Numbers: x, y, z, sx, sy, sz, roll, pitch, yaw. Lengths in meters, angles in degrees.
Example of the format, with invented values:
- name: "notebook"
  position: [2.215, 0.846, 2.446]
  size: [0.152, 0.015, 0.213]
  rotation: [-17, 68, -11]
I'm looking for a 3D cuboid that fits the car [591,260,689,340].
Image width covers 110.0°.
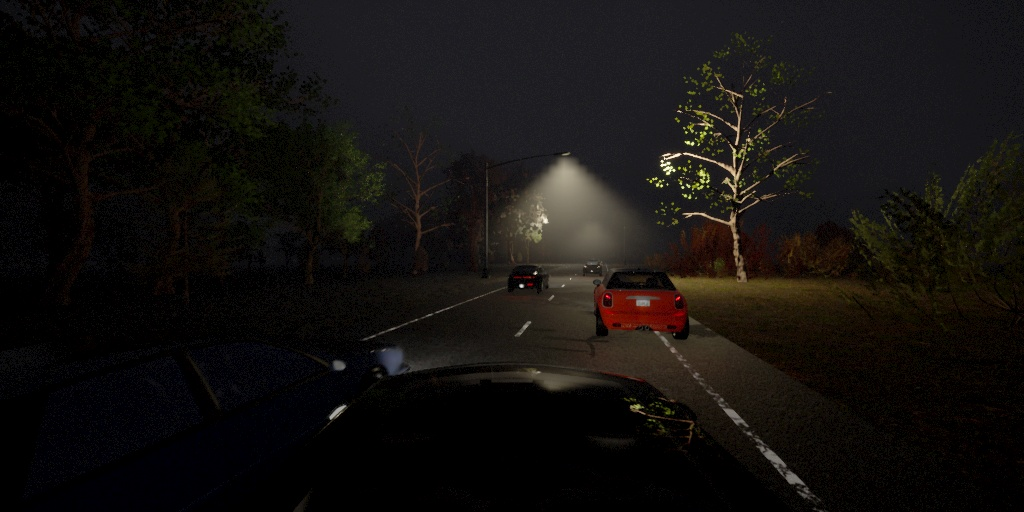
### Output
- name: "car"
  position: [3.457, 1.103, 10.325]
  size: [2.097, 1.767, 4.553]
  rotation: [0, 0, 12]

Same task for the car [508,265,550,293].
- name: "car"
  position: [1.038, 1.259, 20.838]
  size: [1.837, 1.490, 4.892]
  rotation: [0, 0, 13]

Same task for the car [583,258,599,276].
- name: "car"
  position: [8.249, 1.247, 36.568]
  size: [2.128, 1.511, 4.902]
  rotation: [0, 0, 14]

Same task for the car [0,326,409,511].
- name: "car"
  position: [-2.826, 1.297, 2.744]
  size: [2.033, 1.411, 5.357]
  rotation: [0, 0, 11]
